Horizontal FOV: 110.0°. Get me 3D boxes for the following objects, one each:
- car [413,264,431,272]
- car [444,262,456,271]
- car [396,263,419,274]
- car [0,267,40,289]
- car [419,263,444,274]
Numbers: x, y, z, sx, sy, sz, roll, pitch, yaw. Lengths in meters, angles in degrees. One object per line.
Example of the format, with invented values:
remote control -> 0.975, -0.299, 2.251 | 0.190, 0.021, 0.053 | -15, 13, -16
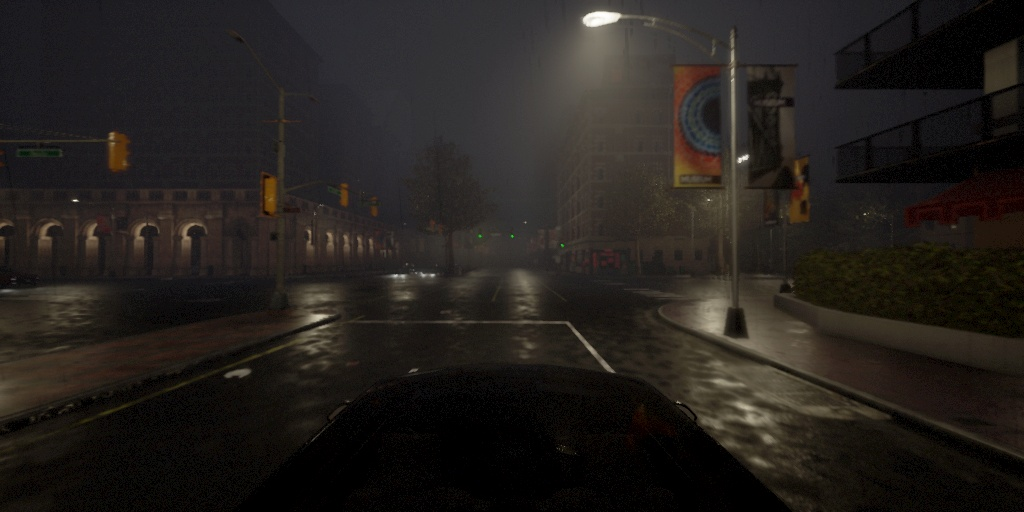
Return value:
car -> -15.007, 1.972, 59.965 | 1.994, 1.385, 4.181 | 0, -1, 1
car -> -11.501, 1.969, 61.108 | 2.033, 1.411, 5.357 | 0, -1, 0
car -> -15.063, 1.799, 51.083 | 2.128, 1.511, 4.902 | 0, -1, 0
car -> -36.785, 1.493, 25.428 | 5.008, 1.535, 1.882 | 0, -1, 0
car -> -11.561, 1.881, 51.867 | 1.994, 1.385, 4.181 | 0, -1, 0
